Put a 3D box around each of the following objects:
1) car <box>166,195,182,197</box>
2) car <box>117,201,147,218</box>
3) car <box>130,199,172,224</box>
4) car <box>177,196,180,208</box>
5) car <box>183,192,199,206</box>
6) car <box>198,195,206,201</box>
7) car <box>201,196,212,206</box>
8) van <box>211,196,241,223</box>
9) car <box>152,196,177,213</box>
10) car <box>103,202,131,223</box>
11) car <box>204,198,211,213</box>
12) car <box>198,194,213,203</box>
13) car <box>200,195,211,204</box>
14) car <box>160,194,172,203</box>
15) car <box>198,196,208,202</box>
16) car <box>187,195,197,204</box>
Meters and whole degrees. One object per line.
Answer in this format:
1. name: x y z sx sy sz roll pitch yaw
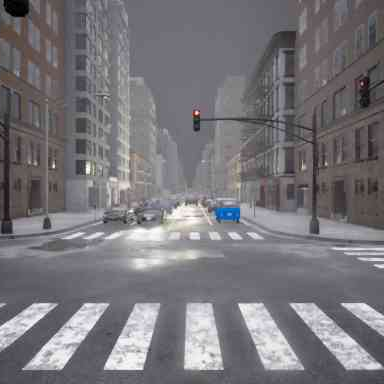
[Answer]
1. car: -2.882 1.554 53.150 1.994 1.385 4.181 0 0 1
2. car: -5.432 1.543 30.589 1.887 1.381 4.507 0 0 0
3. car: -2.872 1.490 24.459 2.128 1.511 4.902 0 0 -1
4. car: -2.909 1.560 43.127 1.994 1.385 4.181 0 0 0
5. car: -0.079 1.340 55.023 2.097 1.767 4.553 0 0 0
6. car: 2.513 1.530 87.421 1.947 1.339 4.313 0 0 0
7. car: 2.569 1.576 47.653 1.802 1.307 4.206 0 0 0
8. van: 2.601 1.340 24.927 1.690 1.788 3.998 0 0 0
9. car: -2.899 1.476 33.902 1.882 1.535 5.008 0 0 0
10. car: -5.424 1.549 24.907 2.008 1.369 4.403 0 0 0
11. car: 2.585 1.580 36.290 1.802 1.307 4.206 0 0 0
12. car: 2.561 1.305 53.334 2.192 1.841 5.009 0 0 0
13. car: 2.545 1.421 64.696 1.967 1.590 4.097 0 0 0
14. car: -5.488 1.292 70.362 2.192 1.841 5.009 0 0 0
15. car: 2.529 1.524 76.059 2.008 1.369 4.403 0 0 0
16. car: -0.093 1.459 65.055 1.882 1.535 5.008 0 0 0
